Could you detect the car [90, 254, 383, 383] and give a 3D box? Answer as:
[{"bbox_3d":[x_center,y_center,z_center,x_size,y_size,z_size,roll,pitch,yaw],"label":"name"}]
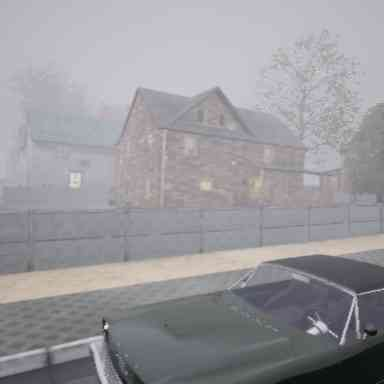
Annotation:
[{"bbox_3d":[1.342,1.525,3.859,4.718,1.301,1.895,0,1,-29],"label":"car"}]
